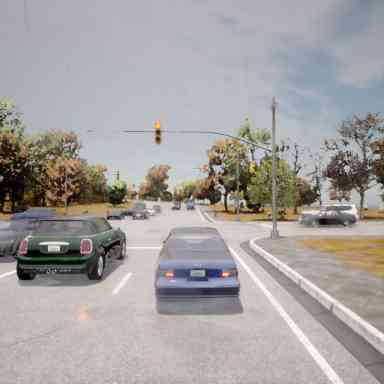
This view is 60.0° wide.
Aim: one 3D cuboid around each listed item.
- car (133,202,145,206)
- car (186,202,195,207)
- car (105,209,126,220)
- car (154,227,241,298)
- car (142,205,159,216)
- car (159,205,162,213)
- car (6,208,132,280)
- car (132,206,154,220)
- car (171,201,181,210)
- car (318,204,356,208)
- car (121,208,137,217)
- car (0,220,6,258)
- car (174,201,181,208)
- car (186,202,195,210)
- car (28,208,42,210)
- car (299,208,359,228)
[{"bbox_3d":[-10.759,3.190,68.159,2.150,2.045,5.566,0,0,0],"label":"car"},{"bbox_3d":[-0.427,3.287,87.896,1.994,1.385,4.181,0,0,-4],"label":"car"},{"bbox_3d":[-10.811,3.199,47.525,2.033,1.411,5.357,0,-2,-3],"label":"car"},{"bbox_3d":[0.058,1.644,8.836,2.033,1.411,5.357,0,-1,-1],"label":"car"},{"bbox_3d":[-7.298,3.421,57.617,1.812,1.442,4.674,0,-1,0],"label":"car"},{"bbox_3d":[-7.269,3.474,67.907,1.837,1.490,4.892,0,0,0],"label":"car"},{"bbox_3d":[-3.455,1.484,10.446,2.097,1.767,4.553,0,-1,0],"label":"car"},{"bbox_3d":[-7.270,3.148,47.725,2.128,1.511,4.902,0,-2,1],"label":"car"},{"bbox_3d":[-3.794,3.523,77.765,1.895,1.301,4.718,0,0,0],"label":"car"},{"bbox_3d":[13.646,2.263,33.113,5.566,2.045,2.150,0,-3,-2],"label":"car"},{"bbox_3d":[-10.800,3.492,57.401,1.895,1.301,4.718,0,-1,0],"label":"car"},{"bbox_3d":[-6.814,1.759,12.985,1.994,1.385,4.181,0,-2,4],"label":"car"},{"bbox_3d":[-3.925,3.230,87.798,1.837,1.490,4.892,0,0,-4],"label":"car"},{"bbox_3d":[-0.293,3.451,77.713,1.812,1.442,4.674,0,0,0],"label":"car"},{"bbox_3d":[-16.227,2.456,34.357,4.553,1.767,2.097,0,-3,9],"label":"car"},{"bbox_3d":[12.010,2.371,29.575,4.902,1.511,2.128,0,-3,-2],"label":"car"}]
